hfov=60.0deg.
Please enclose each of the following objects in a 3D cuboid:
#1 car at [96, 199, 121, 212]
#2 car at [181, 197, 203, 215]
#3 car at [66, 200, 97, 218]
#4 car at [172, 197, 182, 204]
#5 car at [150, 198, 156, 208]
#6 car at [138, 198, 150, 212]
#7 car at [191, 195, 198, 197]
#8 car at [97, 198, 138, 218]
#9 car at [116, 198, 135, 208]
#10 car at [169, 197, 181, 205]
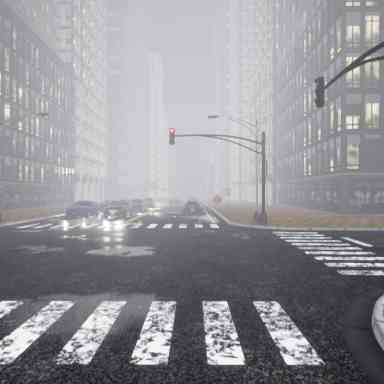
[{"bbox_3d":[-9.861,1.607,39.528,1.994,1.385,4.181,0,0,0],"label":"car"},{"bbox_3d":[0.063,1.559,34.978,1.812,1.442,4.674,0,0,0],"label":"car"},{"bbox_3d":[-9.863,1.503,30.395,1.882,1.535,5.008,0,0,0],"label":"car"},{"bbox_3d":[-3.202,1.703,70.353,1.994,1.385,4.181,0,0,0],"label":"car"},{"bbox_3d":[-6.609,1.594,49.721,1.812,1.442,4.674,0,0,0],"label":"car"},{"bbox_3d":[-6.611,1.521,39.674,1.882,1.535,5.008,0,0,0],"label":"car"},{"bbox_3d":[0.081,1.590,63.531,1.882,1.535,5.008,0,0,0],"label":"car"},{"bbox_3d":[-6.609,1.517,30.147,2.128,1.511,4.902,0,0,0],"label":"car"},{"bbox_3d":[-9.854,1.631,49.452,1.994,1.385,4.181,0,0,0],"label":"car"},{"bbox_3d":[-3.168,1.592,60.025,2.128,1.511,4.902,0,0,0],"label":"car"}]
